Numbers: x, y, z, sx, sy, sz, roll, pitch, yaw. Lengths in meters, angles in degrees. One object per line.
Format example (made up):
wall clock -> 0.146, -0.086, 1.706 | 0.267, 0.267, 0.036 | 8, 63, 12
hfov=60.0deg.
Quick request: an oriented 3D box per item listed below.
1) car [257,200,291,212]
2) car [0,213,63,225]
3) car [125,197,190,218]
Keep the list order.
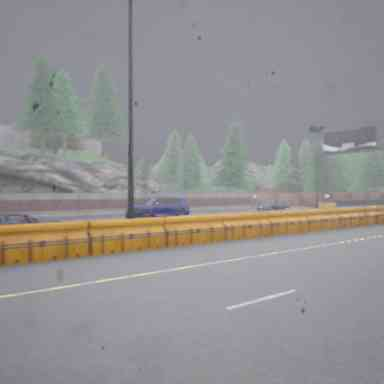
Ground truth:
car -> 10.133, 1.699, 41.077 | 4.902, 1.511, 2.128 | 0, 0, -35
car -> -8.599, 1.676, 15.058 | 5.357, 1.411, 2.033 | 0, 0, -35
car -> -2.742, 1.402, 27.839 | 5.566, 2.045, 2.150 | 0, -1, -35
